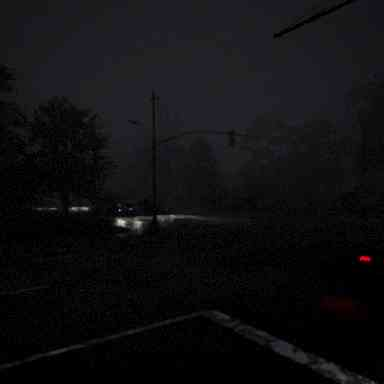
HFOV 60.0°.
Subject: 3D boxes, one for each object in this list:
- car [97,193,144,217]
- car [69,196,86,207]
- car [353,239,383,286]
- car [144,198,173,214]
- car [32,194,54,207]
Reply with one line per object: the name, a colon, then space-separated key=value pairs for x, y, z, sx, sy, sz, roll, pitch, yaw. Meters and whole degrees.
car: x=-6.996 y=1.111 z=30.866 sx=2.150 sy=2.045 sz=5.566 roll=-1 pitch=1 yaw=-38
car: x=-17.516 y=1.394 z=49.626 sx=1.882 sy=1.535 sz=5.008 roll=-1 pitch=0 yaw=-38
car: x=6.078 y=1.467 z=8.089 sx=5.357 sy=1.411 sz=2.033 roll=-1 pitch=1 yaw=-35
car: x=-3.800 y=1.340 z=32.459 sx=2.128 sy=1.511 sz=4.902 roll=-1 pitch=1 yaw=-38
car: x=-22.736 y=1.204 z=50.568 sx=2.150 sy=2.045 sz=5.566 roll=-1 pitch=0 yaw=-38
